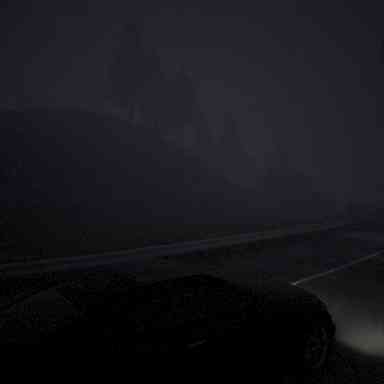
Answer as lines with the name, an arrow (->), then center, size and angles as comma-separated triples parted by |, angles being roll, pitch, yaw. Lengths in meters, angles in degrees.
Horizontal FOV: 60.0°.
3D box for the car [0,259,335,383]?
car -> -0.257, 1.540, 3.839 | 4.674, 1.442, 1.812 | 0, 0, -37
